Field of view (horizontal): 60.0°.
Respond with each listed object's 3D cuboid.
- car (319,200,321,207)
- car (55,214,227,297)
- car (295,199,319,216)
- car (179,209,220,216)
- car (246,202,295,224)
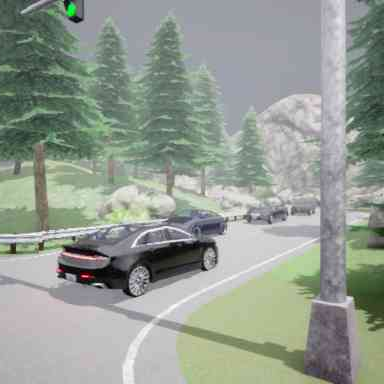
[{"bbox_3d":[18.213,1.541,44.613,2.128,1.511,4.902,1,0,-7],"label":"car"},{"bbox_3d":[-1.084,1.558,8.758,2.128,1.511,4.902,0,-1,34],"label":"car"},{"bbox_3d":[11.307,1.517,33.640,1.837,1.490,4.892,0,0,27],"label":"car"},{"bbox_3d":[0.111,1.576,16.873,1.994,1.385,4.181,0,0,34],"label":"car"},{"bbox_3d":[5.740,1.504,25.072,2.128,1.511,4.902,0,0,35],"label":"car"}]
